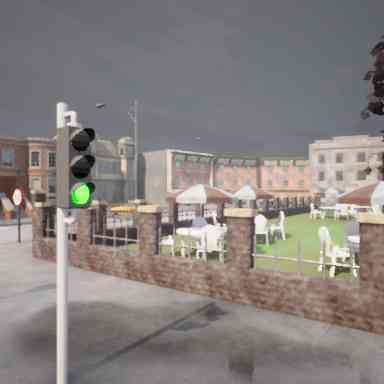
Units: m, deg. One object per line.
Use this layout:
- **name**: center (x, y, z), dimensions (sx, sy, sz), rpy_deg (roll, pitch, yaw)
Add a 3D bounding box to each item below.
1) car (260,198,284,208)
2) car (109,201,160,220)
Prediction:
- **car**: center (11.610, 1.550, 46.904), dimensions (4.181, 1.385, 1.994), rpy_deg (0, 0, -13)
- **car**: center (-4.816, 1.459, 28.463), dimensions (1.882, 1.535, 5.008), rpy_deg (0, 0, 35)
